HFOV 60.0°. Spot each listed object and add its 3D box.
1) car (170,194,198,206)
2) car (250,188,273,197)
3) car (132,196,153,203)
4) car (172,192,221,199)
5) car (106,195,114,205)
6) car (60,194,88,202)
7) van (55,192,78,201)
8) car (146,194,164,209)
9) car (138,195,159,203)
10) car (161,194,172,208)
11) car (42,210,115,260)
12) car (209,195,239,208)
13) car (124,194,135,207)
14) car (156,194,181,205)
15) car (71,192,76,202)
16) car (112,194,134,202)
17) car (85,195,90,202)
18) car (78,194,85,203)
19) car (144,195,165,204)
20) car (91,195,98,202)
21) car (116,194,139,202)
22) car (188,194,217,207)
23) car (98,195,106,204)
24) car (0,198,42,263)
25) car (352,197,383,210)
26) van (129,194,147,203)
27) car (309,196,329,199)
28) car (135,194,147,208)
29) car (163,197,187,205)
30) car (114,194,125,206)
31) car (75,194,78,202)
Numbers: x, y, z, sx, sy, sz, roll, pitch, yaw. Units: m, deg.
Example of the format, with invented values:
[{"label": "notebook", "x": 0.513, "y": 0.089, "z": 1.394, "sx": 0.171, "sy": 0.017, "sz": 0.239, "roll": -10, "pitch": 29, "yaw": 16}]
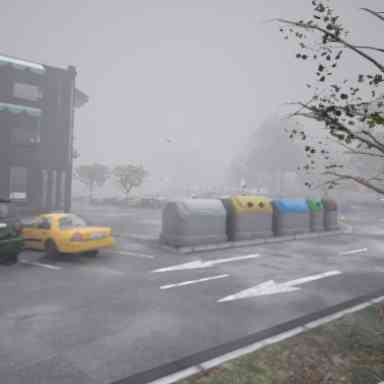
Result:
[{"label": "car", "x": -1.515, "y": 1.595, "z": 65.559, "sx": 2.435, "sy": 2.045, "sz": 5.566, "roll": 1, "pitch": -2, "yaw": 35}, {"label": "car", "x": 12.073, "y": 0.088, "z": 58.277, "sx": 1.812, "sy": 1.442, "sz": 4.674, "roll": 2, "pitch": 3, "yaw": -34}, {"label": "car", "x": -11.846, "y": 1.853, "z": 80.468, "sx": 2.231, "sy": 1.521, "sz": 4.892, "roll": 1, "pitch": -2, "yaw": 35}, {"label": "car", "x": 1.016, "y": 0.987, "z": 32.254, "sx": 2.435, "sy": 2.045, "sz": 5.566, "roll": 1, "pitch": -1, "yaw": 35}, {"label": "car", "x": -9.124, "y": 1.272, "z": 46.828, "sx": 2.163, "sy": 1.488, "sz": 4.792, "roll": 1, "pitch": -1, "yaw": 35}, {"label": "car", "x": -24.317, "y": 1.250, "z": 68.725, "sx": 2.231, "sy": 1.521, "sz": 4.892, "roll": 1, "pitch": -1, "yaw": 35}, {"label": "van", "x": -27.752, "y": 1.021, "z": 73.483, "sx": 1.878, "sy": 1.987, "sz": 4.442, "roll": 1, "pitch": -1, "yaw": 35}, {"label": "car", "x": -2.361, "y": 1.241, "z": 37.133, "sx": 2.231, "sy": 1.521, "sz": 4.892, "roll": 0, "pitch": -1, "yaw": 35}, {"label": "car", "x": -10.154, "y": 1.724, "z": 77.965, "sx": 2.185, "sy": 1.767, "sz": 4.553, "roll": 1, "pitch": -2, "yaw": 35}, {"label": "car", "x": -0.670, "y": 1.279, "z": 34.707, "sx": 2.002, "sy": 1.452, "sz": 4.674, "roll": 1, "pitch": -1, "yaw": 35}, {"label": "car", "x": -5.227, "y": 1.458, "z": 12.392, "sx": 5.366, "sy": 1.575, "sz": 1.946, "roll": -1, "pitch": -1, "yaw": 35}, {"label": "car", "x": 5.395, "y": 1.593, "z": 55.632, "sx": 2.435, "sy": 2.045, "sz": 5.566, "roll": 1, "pitch": -2, "yaw": 35}, {"label": "car", "x": -5.635, "y": 1.242, "z": 42.150, "sx": 1.946, "sy": 1.575, "sz": 5.366, "roll": 0, "pitch": -1, "yaw": 35}, {"label": "car", "x": -4.927, "y": 1.600, "z": 70.571, "sx": 2.435, "sy": 2.045, "sz": 5.566, "roll": 1, "pitch": -2, "yaw": 35}, {"label": "car", "x": -22.640, "y": 1.122, "z": 66.268, "sx": 2.185, "sy": 1.767, "sz": 4.553, "roll": 0, "pitch": -1, "yaw": 35}, {"label": "car", "x": -18.737, "y": 1.601, "z": 90.425, "sx": 2.435, "sy": 2.045, "sz": 5.566, "roll": 1, "pitch": -2, "yaw": 35}, {"label": "car", "x": -14.181, "y": 1.245, "z": 54.146, "sx": 2.097, "sy": 1.535, "sz": 5.008, "roll": 1, "pitch": -1, "yaw": 35}, {"label": "car", "x": -15.967, "y": 1.239, "z": 56.417, "sx": 1.946, "sy": 1.575, "sz": 5.366, "roll": 1, "pitch": -1, "yaw": 35}, {"label": "car", "x": -8.418, "y": 1.724, "z": 75.483, "sx": 2.185, "sy": 1.767, "sz": 4.553, "roll": 1, "pitch": -2, "yaw": 35}, {"label": "car", "x": -12.590, "y": 1.237, "z": 51.558, "sx": 1.946, "sy": 1.575, "sz": 5.366, "roll": 1, "pitch": -1, "yaw": 35}, {"label": "car", "x": -17.024, "y": 1.599, "z": 87.889, "sx": 2.435, "sy": 2.045, "sz": 5.566, "roll": 2, "pitch": -2, "yaw": 35}, {"label": "car", "x": 1.977, "y": 1.597, "z": 60.645, "sx": 2.435, "sy": 2.045, "sz": 5.566, "roll": 1, "pitch": -2, "yaw": 35}, {"label": "car", "x": -10.794, "y": 1.243, "z": 49.279, "sx": 2.097, "sy": 1.535, "sz": 5.008, "roll": 0, "pitch": -1, "yaw": 35}, {"label": "car", "x": -7.567, "y": 1.206, "z": 10.551, "sx": 5.566, "sy": 2.045, "sz": 2.435, "roll": -1, "pitch": -1, "yaw": 35}, {"label": "car", "x": 22.936, "y": 1.422, "z": 42.408, "sx": 1.812, "sy": 1.442, "sz": 4.674, "roll": 3, "pitch": 2, "yaw": -34}, {"label": "van", "x": -13.505, "y": 1.631, "z": 83.050, "sx": 1.878, "sy": 1.987, "sz": 4.442, "roll": 1, "pitch": -2, "yaw": 35}, {"label": "car", "x": 15.768, "y": 1.590, "z": 40.796, "sx": 2.435, "sy": 2.045, "sz": 5.566, "roll": 1, "pitch": -2, "yaw": 35}, {"label": "car", "x": -4.064, "y": 1.114, "z": 39.543, "sx": 2.185, "sy": 1.767, "sz": 4.553, "roll": 0, "pitch": -1, "yaw": 35}, {"label": "car", "x": -3.332, "y": 1.837, "z": 67.904, "sx": 1.946, "sy": 1.575, "sz": 5.366, "roll": 1, "pitch": -2, "yaw": 35}, {"label": "car", "x": -7.422, "y": 1.243, "z": 44.419, "sx": 2.231, "sy": 1.521, "sz": 4.892, "roll": 0, "pitch": -1, "yaw": 35}, {"label": "car", "x": -17.548, "y": 1.276, "z": 59.028, "sx": 2.163, "sy": 1.488, "sz": 4.792, "roll": 0, "pitch": -1, "yaw": 35}]
